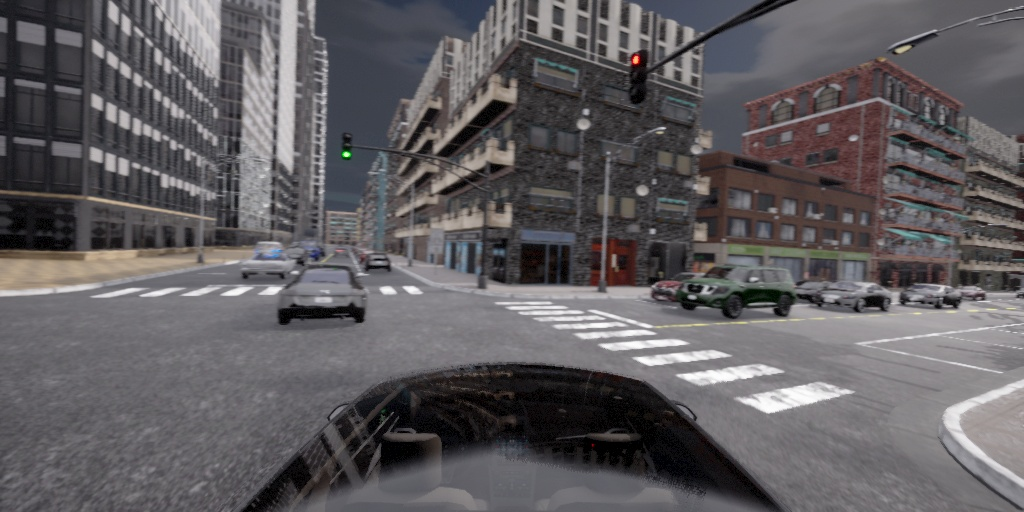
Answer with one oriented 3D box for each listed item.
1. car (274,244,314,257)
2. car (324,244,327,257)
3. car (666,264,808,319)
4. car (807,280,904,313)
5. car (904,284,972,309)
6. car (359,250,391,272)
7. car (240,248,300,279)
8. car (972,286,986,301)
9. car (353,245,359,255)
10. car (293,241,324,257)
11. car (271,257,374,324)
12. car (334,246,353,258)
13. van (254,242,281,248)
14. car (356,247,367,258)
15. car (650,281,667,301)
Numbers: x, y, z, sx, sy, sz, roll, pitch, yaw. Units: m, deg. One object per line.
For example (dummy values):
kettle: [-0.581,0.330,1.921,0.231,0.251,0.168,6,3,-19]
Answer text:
car: [-17.231,0.035,28.480,1.837,1.490,4.892,2,1,-25]
car: [-26.048,-0.945,47.794,2.150,2.045,5.566,2,1,-25]
car: [9.515,1.385,15.116,5.566,2.045,2.150,3,1,-26]
car: [18.488,2.129,19.417,4.902,1.511,2.128,3,1,-26]
car: [27.888,2.626,23.897,4.902,1.511,2.128,3,1,-25]
car: [-10.090,0.414,26.767,1.948,1.339,4.313,0,0,-25]
car: [-13.048,0.460,19.417,1.895,1.301,4.718,2,1,-25]
car: [43.622,3.513,34.335,4.207,1.307,1.802,0,0,-25]
car: [-21.387,-0.487,51.197,2.007,1.370,4.403,0,0,-25]
car: [-21.592,-0.593,37.985,2.150,2.045,5.566,2,1,-25]
car: [-5.231,0.922,10.185,1.994,1.385,4.181,3,1,-25]
car: [-23.383,-0.592,49.205,2.128,1.511,4.902,2,1,-25]
van: [-21.871,-0.383,32.285,1.690,1.789,3.998,0,0,-25]
car: [-14.272,0.065,35.809,1.888,1.381,4.507,0,0,-25]
car: [8.775,1.529,17.674,4.097,1.591,1.967,0,0,-25]
